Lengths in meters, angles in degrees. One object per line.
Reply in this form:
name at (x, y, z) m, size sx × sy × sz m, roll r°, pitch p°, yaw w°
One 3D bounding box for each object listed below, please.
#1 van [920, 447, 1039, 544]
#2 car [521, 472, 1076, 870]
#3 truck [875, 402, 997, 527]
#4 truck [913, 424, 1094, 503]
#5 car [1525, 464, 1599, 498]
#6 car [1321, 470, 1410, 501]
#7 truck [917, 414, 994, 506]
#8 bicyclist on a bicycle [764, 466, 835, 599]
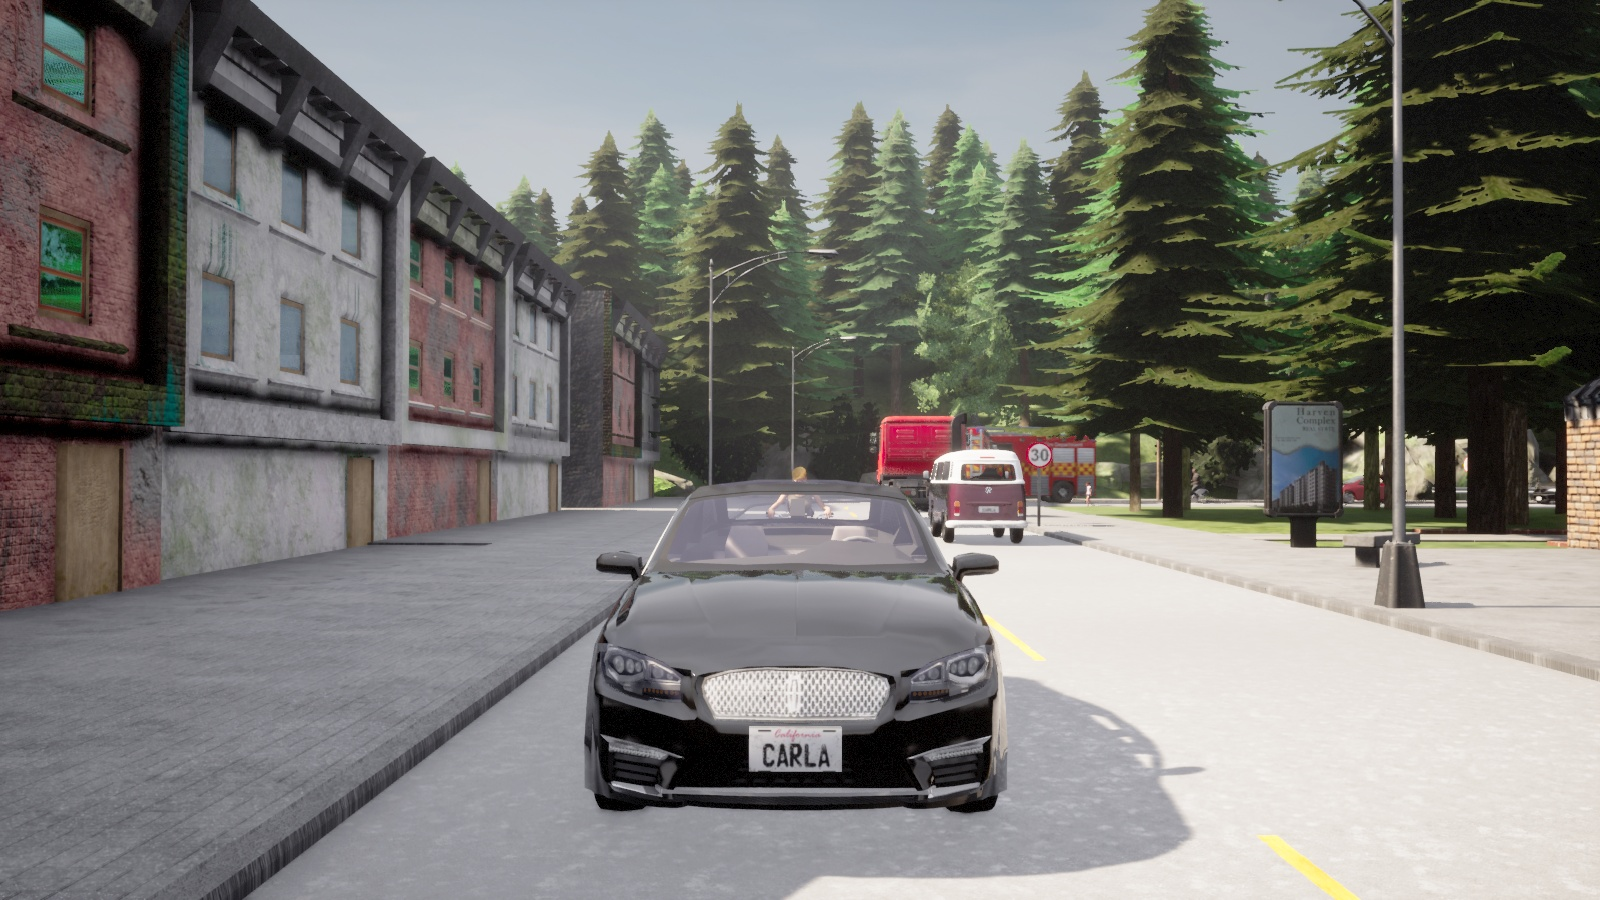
van at (4.006, 1.003, 28.737) m, size 2.069 × 2.038 × 4.480 m, roll 0°, pitch -1°, yaw 0°
car at (-0.007, 0.893, 7.279) m, size 2.128 × 1.511 × 4.902 m, roll 0°, pitch -1°, yaw 0°
truck at (4.011, 0.466, 38.741) m, size 2.891 × 3.462 × 7.936 m, roll 0°, pitch -1°, yaw 0°
truck at (10.173, 0.667, 63.129) m, size 8.468 × 3.827 × 2.891 m, roll 0°, pitch 0°, yaw -6°
car at (39.587, 1.564, 63.443) m, size 4.611 × 1.667 × 2.242 m, roll 0°, pitch -1°, yaw 0°
car at (28.495, 1.775, 63.380) m, size 3.633 × 1.501 × 1.845 m, roll 0°, pitch -1°, yaw 0°
truck at (7.214, 0.555, 57.214) m, size 2.891 × 3.827 × 8.468 m, roll -1°, pitch -2°, yaw 11°
bicyclist on a bicycle at (0.005, 1.020, 16.030) m, size 0.866 × 1.612 × 1.509 m, roll 0°, pitch -1°, yaw 1°
